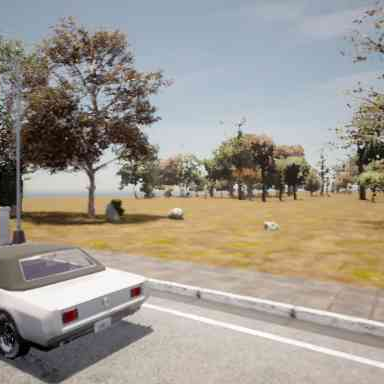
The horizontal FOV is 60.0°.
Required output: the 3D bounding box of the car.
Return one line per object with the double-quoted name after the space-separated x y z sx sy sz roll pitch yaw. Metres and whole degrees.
-3.125 1.600 5.948 4.718 1.301 1.895 0 0 33 "car"
